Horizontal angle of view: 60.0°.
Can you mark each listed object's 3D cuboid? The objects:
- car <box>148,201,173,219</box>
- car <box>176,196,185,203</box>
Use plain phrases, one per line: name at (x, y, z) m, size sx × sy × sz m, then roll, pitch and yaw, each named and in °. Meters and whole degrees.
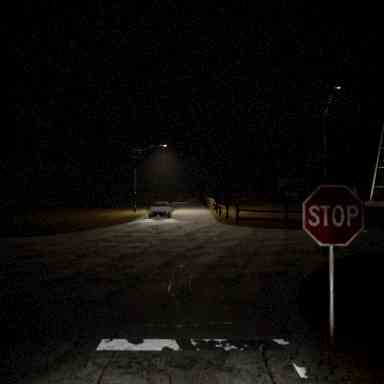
car at (-2.673, 1.575, 28.871) m, size 1.812 × 1.442 × 4.674 m, roll 0°, pitch 1°, yaw 0°
car at (-2.566, 1.555, 72.202) m, size 1.812 × 1.442 × 4.674 m, roll 0°, pitch 0°, yaw 0°
